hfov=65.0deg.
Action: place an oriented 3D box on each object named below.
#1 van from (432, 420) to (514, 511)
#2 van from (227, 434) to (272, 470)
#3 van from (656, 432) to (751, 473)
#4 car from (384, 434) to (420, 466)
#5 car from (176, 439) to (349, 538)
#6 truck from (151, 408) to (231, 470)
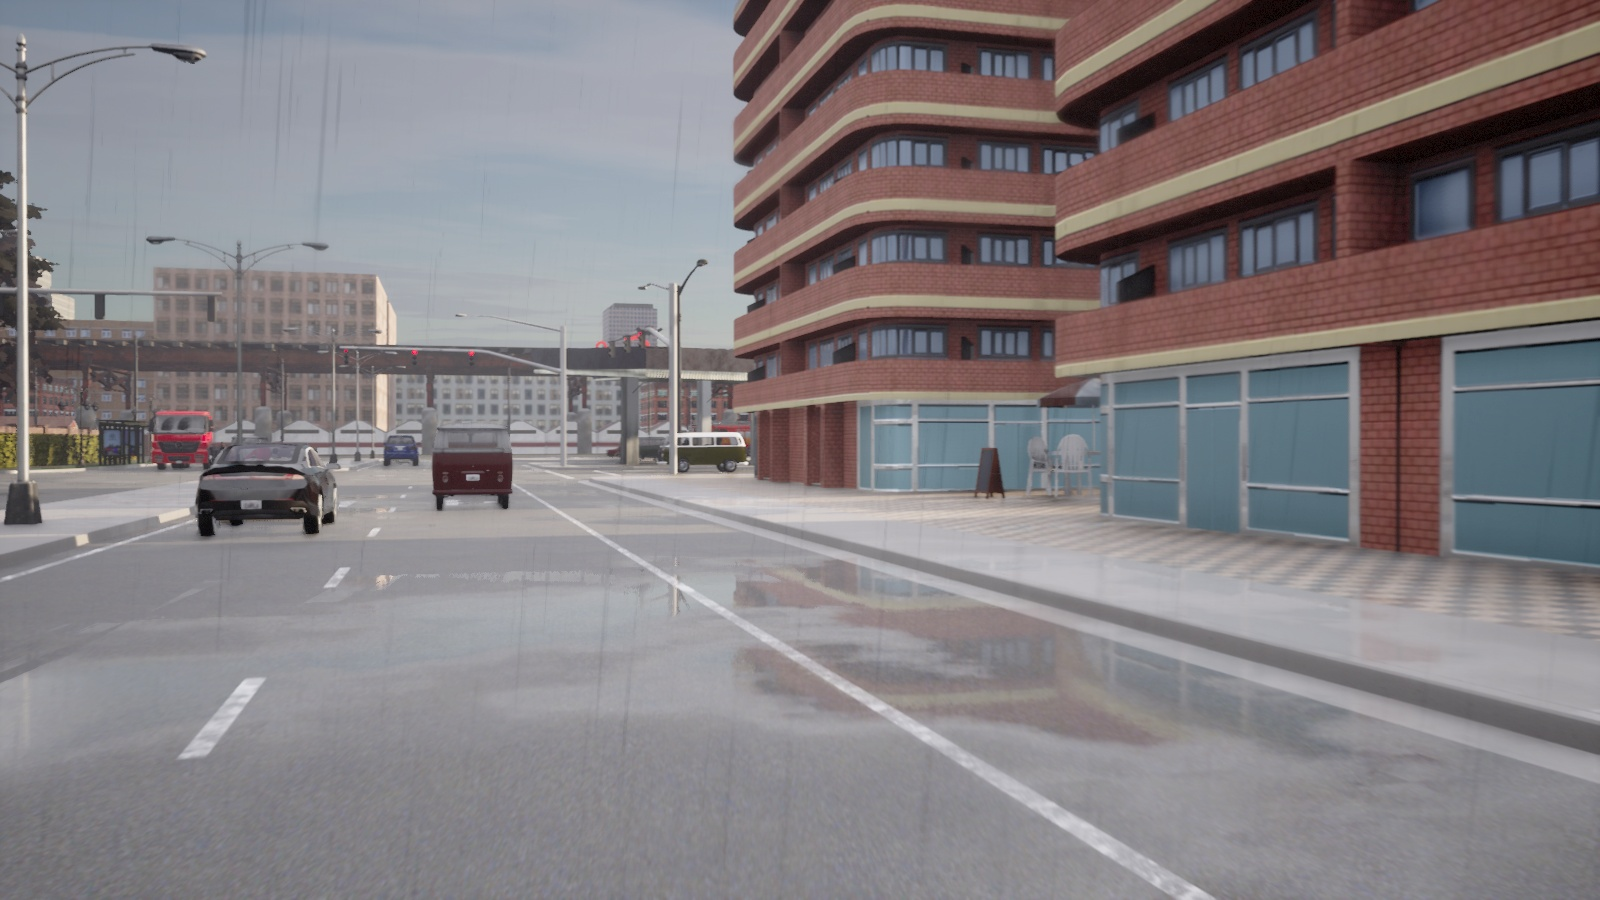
[{"bbox_3d":[-7.849,0.328,30.055,1.775,1.987,4.442,0,0,-15],"label":"van"},{"bbox_3d":[-31.669,0.083,72.394,1.775,1.987,4.442,0,1,-16],"label":"van"},{"bbox_3d":[-4.906,0.109,63.711,4.480,2.038,2.069,0,0,-17],"label":"van"},{"bbox_3d":[-26.863,-0.018,84.880,2.150,2.045,5.566,0,0,-16],"label":"car"},{"bbox_3d":[-9.182,0.578,21.871,2.128,1.511,4.902,0,0,-16],"label":"car"},{"bbox_3d":[-35.878,-0.659,74.268,2.891,3.462,7.936,0,0,-16],"label":"truck"}]
